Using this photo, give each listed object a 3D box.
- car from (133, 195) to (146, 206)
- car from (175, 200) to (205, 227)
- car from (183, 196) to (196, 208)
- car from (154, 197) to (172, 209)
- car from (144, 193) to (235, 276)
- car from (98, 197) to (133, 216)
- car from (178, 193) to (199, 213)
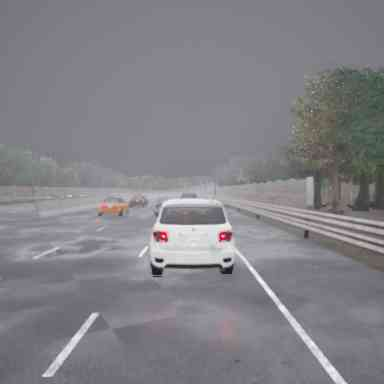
[{"bbox_3d":[-7.374,1.223,47.001,2.097,1.767,4.553,0,0,-1],"label":"car"},{"bbox_3d":[-0.178,1.412,23.505,1.882,1.535,5.008,0,0,-1],"label":"car"},{"bbox_3d":[-0.377,1.376,47.143,1.837,1.490,4.892,0,0,-1],"label":"car"},{"bbox_3d":[-3.858,1.424,45.186,2.033,1.411,5.357,0,0,1],"label":"car"},{"bbox_3d":[-0.035,1.194,10.415,2.150,2.045,5.566,0,0,-1],"label":"car"},{"bbox_3d":[-7.174,1.267,31.041,2.097,1.767,4.553,0,0,-1],"label":"car"},{"bbox_3d":[-0.348,1.121,36.898,2.150,2.045,5.566,0,0,-1],"label":"car"}]
